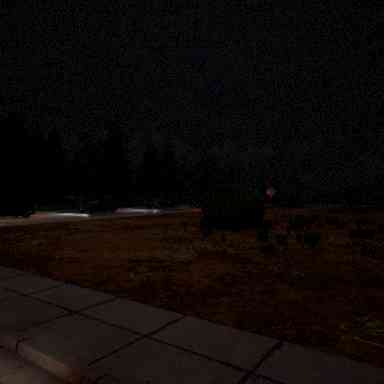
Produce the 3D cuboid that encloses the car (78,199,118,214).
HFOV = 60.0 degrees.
[{"bbox_3d":[-10.224,1.552,36.606,1.812,1.442,4.674,0,0,37],"label":"car"}]

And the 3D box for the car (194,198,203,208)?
[{"bbox_3d":[2.226,1.532,47.226,1.837,1.490,4.892,0,0,36],"label":"car"}]

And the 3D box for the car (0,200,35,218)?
[{"bbox_3d":[-16.146,1.504,28.609,1.882,1.535,5.008,0,0,36],"label":"car"}]

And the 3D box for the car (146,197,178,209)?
[{"bbox_3d":[-4.010,1.504,44.993,1.882,1.535,5.008,0,0,37],"label":"car"}]
